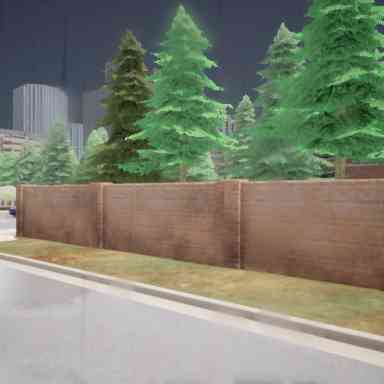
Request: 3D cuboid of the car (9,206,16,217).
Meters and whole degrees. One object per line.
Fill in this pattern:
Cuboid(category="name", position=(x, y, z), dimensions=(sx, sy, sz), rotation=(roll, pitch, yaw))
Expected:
Cuboid(category="car", position=(-14.016, 1.477, 30.448), dimensions=(1.882, 1.535, 5.008), rotation=(0, 0, 35))
